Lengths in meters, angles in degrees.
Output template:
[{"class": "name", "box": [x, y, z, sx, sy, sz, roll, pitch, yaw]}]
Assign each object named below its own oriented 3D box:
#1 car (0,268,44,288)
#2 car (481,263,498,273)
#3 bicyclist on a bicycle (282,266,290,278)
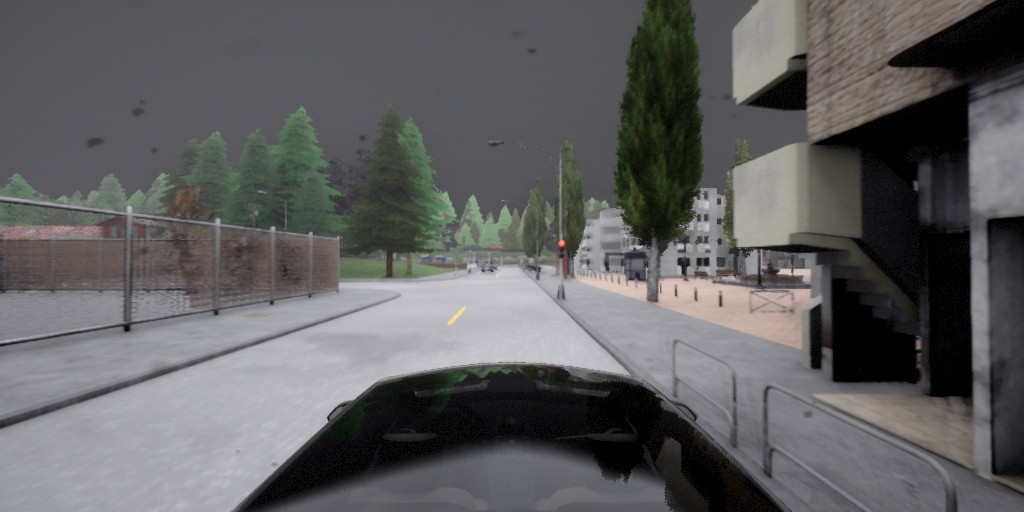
[{"class": "car", "box": [-38.011, 1.571, 26.742, 4.902, 1.511, 2.128, 0, -1, 0]}, {"class": "car", "box": [-3.990, 1.988, 58.743, 2.128, 1.511, 4.902, 0, -1, 1]}, {"class": "bicyclist on a bicycle", "box": [-22.130, 1.537, 35.097, 0.582, 1.620, 1.656, 0, 0, 0]}]
